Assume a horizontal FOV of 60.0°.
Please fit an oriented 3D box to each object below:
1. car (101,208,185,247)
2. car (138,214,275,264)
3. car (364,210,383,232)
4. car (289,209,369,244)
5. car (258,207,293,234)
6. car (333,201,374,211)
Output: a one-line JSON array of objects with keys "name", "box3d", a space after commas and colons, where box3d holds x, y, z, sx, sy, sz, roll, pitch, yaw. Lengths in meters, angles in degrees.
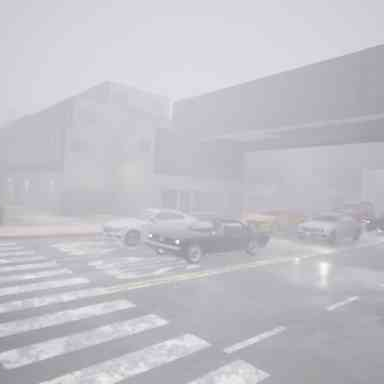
[{"name": "car", "box3d": [-1.655, 1.457, 14.677, 4.674, 1.442, 1.812, 3, 0, -40]}, {"name": "car", "box3d": [0.681, 1.635, 12.020, 4.718, 1.301, 1.895, 3, 0, -41]}, {"name": "car", "box3d": [14.373, 2.249, 24.103, 4.718, 1.301, 1.895, 3, 0, -41]}, {"name": "car", "box3d": [7.542, 1.868, 18.073, 4.674, 1.442, 1.812, 3, 0, -41]}, {"name": "car", "box3d": [5.368, 1.724, 20.819, 5.008, 1.535, 1.882, 3, 0, -41]}, {"name": "car", "box3d": [13.408, 1.828, 27.898, 5.566, 2.045, 2.150, 3, 0, -41]}]
